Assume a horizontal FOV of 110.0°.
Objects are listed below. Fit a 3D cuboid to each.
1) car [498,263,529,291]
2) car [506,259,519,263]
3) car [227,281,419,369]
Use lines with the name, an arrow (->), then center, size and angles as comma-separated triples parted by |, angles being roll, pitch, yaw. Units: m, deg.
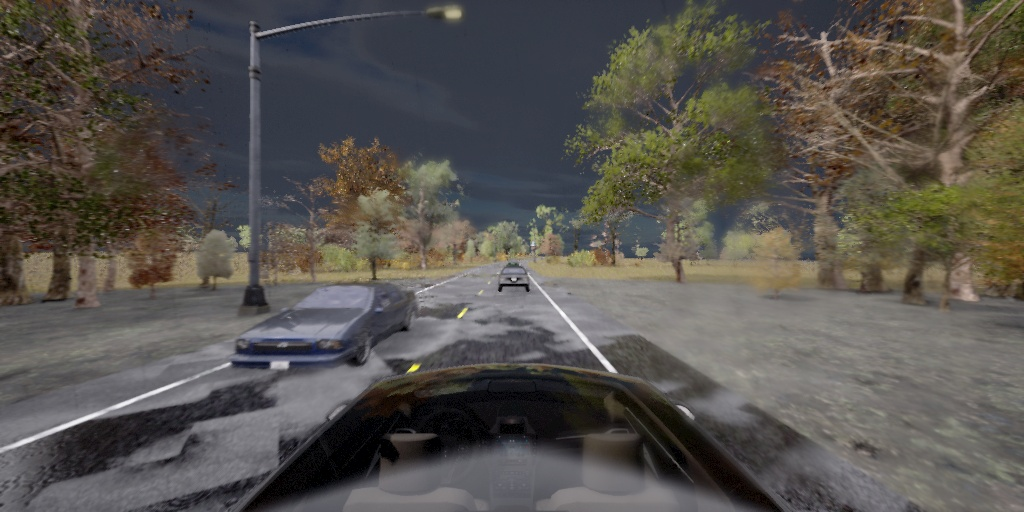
car -> 0.107, 1.331, 22.280 | 2.033, 1.411, 5.357 | 0, 0, 0
car -> 0.123, 1.193, 58.878 | 2.097, 1.767, 4.553 | 0, 0, 0
car -> -3.594, 1.307, 8.207 | 2.033, 1.411, 5.357 | 0, 0, 0
